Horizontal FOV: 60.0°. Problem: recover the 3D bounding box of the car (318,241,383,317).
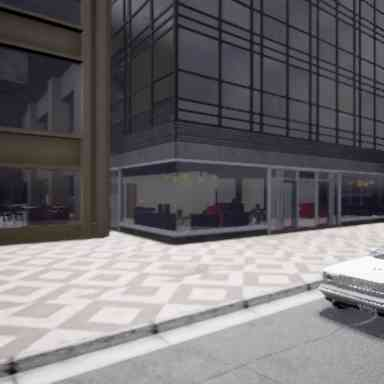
[{"bbox_3d":[4.650,1.602,6.683,4.718,1.301,1.895,0,0,-35],"label":"car"}]
